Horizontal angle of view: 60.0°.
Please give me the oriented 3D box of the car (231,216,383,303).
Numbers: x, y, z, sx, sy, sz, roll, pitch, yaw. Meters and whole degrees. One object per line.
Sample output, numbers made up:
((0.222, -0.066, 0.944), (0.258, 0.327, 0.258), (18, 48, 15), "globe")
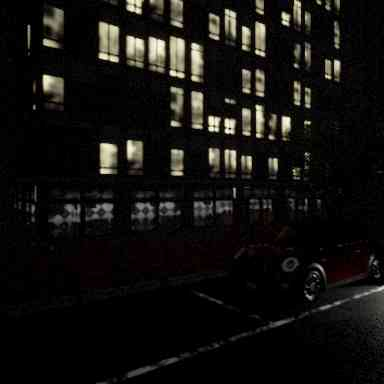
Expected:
((2.887, 1.446, 8.155), (4.097, 1.590, 1.967), (0, 0, -35), "car")
